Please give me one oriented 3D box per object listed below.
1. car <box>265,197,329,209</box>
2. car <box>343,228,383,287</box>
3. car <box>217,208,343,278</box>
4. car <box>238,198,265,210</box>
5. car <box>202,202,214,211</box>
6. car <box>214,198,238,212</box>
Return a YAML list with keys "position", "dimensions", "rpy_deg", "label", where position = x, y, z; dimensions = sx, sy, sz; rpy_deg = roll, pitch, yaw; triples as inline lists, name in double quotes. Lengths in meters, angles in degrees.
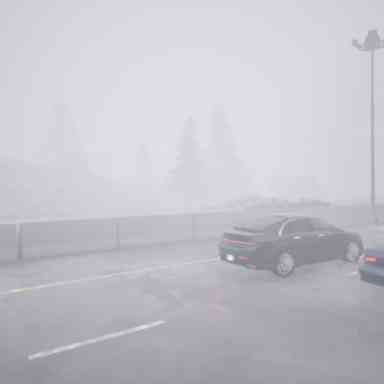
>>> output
- position: [8.188, 1.019, 25.037]
  dimensions: [4.718, 1.301, 1.895]
  rpy_deg: [-1, 1, -27]
  label: "car"
- position: [6.092, 1.422, 7.620]
  dimensions: [5.357, 1.411, 2.033]
  rpy_deg: [-1, 1, -31]
  label: "car"
- position: [3.016, 1.392, 9.776]
  dimensions: [4.892, 1.490, 1.837]
  rpy_deg: [-1, 0, -32]
  label: "car"
- position: [6.581, 1.097, 28.147]
  dimensions: [4.718, 1.301, 1.895]
  rpy_deg: [-1, 1, -27]
  label: "car"
- position: [3.369, 1.341, 34.367]
  dimensions: [4.718, 1.301, 1.895]
  rpy_deg: [-1, 1, -27]
  label: "car"
- position: [4.999, 0.928, 31.268]
  dimensions: [4.902, 1.511, 2.128]
  rpy_deg: [-1, 1, -27]
  label: "car"
